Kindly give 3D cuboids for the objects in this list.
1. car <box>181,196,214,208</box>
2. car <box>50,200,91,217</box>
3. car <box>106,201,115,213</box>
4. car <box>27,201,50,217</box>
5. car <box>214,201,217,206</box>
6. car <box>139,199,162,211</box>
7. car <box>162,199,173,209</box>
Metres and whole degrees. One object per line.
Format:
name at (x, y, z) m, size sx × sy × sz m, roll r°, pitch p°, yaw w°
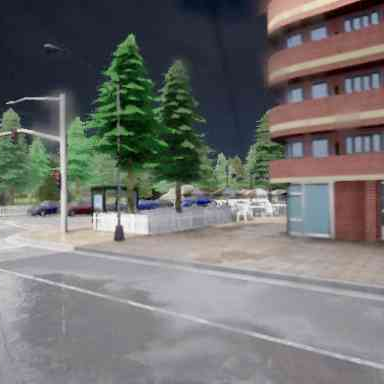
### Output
car at (0.332, 1.516, 50.575) m, size 5.566 × 2.045 × 2.150 m, roll 0°, pitch -1°, yaw -44°
car at (-11.927, 1.659, 34.962) m, size 2.097 × 1.767 × 4.553 m, roll -1°, pitch 0°, yaw 36°
car at (-10.359, 1.912, 43.066) m, size 1.994 × 1.385 × 4.181 m, roll -1°, pitch 0°, yaw 36°
car at (-15.409, 1.702, 36.106) m, size 2.097 × 1.767 × 4.553 m, roll -1°, pitch 0°, yaw 36°
car at (2.236, 1.882, 56.722) m, size 4.181 × 1.385 × 1.994 m, roll 0°, pitch -1°, yaw -37°
car at (-6.503, 1.783, 42.395) m, size 1.882 × 1.535 × 5.008 m, roll -1°, pitch -1°, yaw 37°
car at (-4.924, 1.847, 49.872) m, size 1.837 × 1.490 × 4.892 m, roll -1°, pitch -1°, yaw 41°
